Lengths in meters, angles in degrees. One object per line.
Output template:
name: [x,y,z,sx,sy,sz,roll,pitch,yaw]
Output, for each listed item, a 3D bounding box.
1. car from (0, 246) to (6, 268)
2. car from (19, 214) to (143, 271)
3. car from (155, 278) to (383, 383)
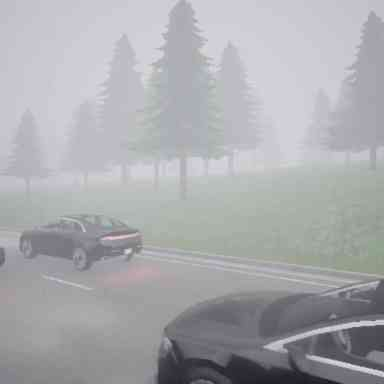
car: [-7.085,1.600,9.027,4.718,1.301,1.895,0,0,36]
car: [-3.798,1.491,10.971,4.902,1.511,2.128,0,0,36]
car: [1.871,1.492,2.658,4.902,1.511,2.128,0,0,36]
